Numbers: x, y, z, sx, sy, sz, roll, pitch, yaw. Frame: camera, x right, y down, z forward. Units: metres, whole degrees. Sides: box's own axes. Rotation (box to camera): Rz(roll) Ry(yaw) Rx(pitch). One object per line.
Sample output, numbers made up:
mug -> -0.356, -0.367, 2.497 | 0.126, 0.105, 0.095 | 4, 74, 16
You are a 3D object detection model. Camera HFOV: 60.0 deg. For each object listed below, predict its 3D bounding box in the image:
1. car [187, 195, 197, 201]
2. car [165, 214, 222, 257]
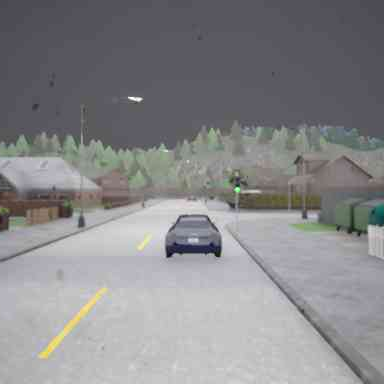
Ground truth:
car -> -0.006, 1.330, 72.167 | 1.994, 1.385, 4.181 | 0, 0, 0
car -> 0.062, 1.533, 12.780 | 1.994, 1.385, 4.181 | 0, 0, 0
